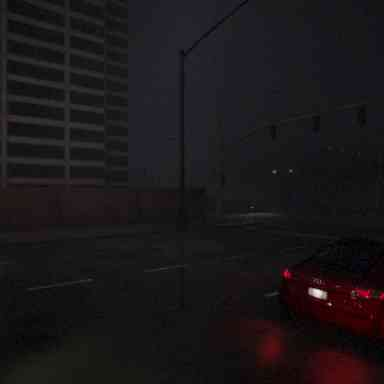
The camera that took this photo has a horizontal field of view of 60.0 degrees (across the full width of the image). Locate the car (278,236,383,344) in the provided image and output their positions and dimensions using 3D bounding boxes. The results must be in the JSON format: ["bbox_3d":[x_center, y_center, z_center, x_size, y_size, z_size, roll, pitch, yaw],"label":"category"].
[{"bbox_3d":[3.614,1.561,6.376,4.181,1.385,1.994,0,0,-35],"label":"car"}]

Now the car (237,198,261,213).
[{"bbox_3d":[5.486,1.492,36.798,1.837,1.490,4.892,0,0,-36],"label":"car"}]

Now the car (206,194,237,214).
[{"bbox_3d":[1.853,1.209,35.846,2.150,2.045,5.566,0,0,-36],"label":"car"}]
